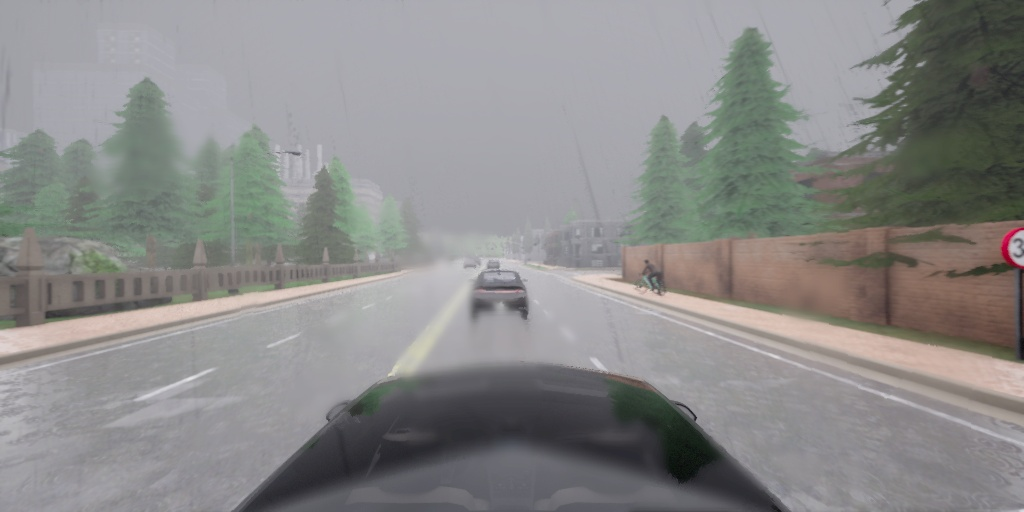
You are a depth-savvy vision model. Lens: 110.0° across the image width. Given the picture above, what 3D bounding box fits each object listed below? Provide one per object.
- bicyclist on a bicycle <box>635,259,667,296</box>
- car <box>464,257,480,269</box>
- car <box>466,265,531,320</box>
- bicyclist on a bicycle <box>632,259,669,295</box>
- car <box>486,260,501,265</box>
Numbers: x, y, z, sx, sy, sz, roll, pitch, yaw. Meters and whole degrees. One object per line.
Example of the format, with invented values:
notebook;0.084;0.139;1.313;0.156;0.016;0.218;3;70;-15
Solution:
bicyclist on a bicycle;6.226;0.976;16.209;0.582;1.620;1.656;-1;0;-33
car;-6.690;1.314;58.336;1.882;1.535;5.008;-1;0;-3
car;-0.449;1.248;12.636;2.128;1.511;4.902;-1;0;-3
bicyclist on a bicycle;6.562;0.973;17.104;0.582;1.620;1.656;-1;0;-27
car;-2.701;1.279;52.450;2.128;1.511;4.902;-1;0;-3
